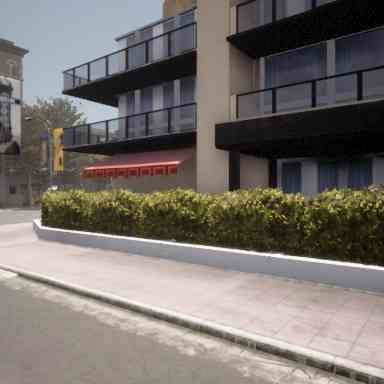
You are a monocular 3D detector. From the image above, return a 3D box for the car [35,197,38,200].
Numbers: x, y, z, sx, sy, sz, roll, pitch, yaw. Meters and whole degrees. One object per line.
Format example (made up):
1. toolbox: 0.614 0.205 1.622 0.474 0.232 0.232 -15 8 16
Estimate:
1. car: -34.518 1.481 68.376 4.892 1.521 2.231 0 0 37
